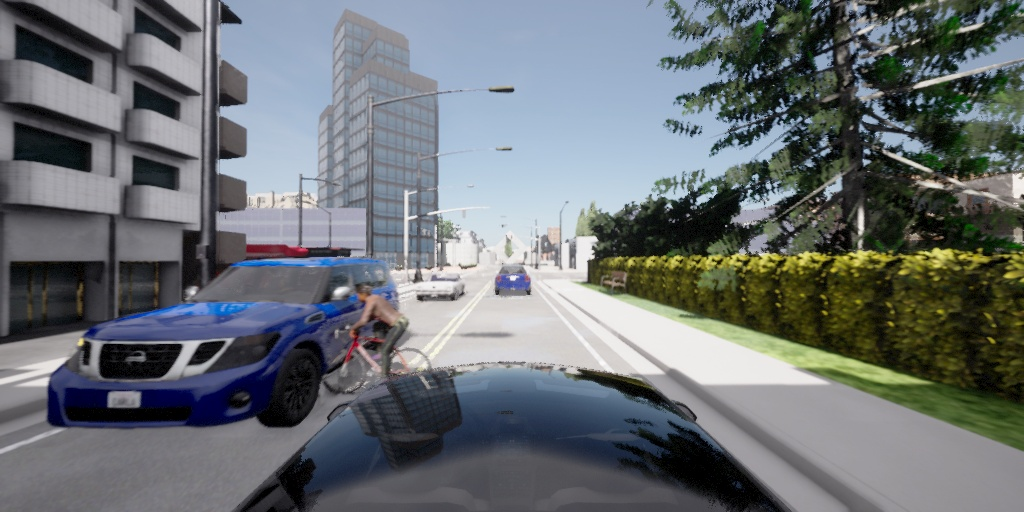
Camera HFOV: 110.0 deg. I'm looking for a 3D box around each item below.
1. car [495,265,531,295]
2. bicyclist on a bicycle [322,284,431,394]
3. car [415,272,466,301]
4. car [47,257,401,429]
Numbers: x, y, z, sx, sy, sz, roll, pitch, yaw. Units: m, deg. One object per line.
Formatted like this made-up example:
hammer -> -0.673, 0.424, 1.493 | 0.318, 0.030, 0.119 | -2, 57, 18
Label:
car -> 0.045, 1.343, 22.192 | 2.097, 1.767, 4.553 | 0, -1, 0
bicyclist on a bicycle -> -2.017, 1.245, 5.308 | 1.656, 1.620, 0.582 | -1, -1, 0
car -> -3.623, 1.554, 18.886 | 1.895, 1.301, 4.718 | 0, -1, 0
car -> -3.610, 1.025, 6.094 | 2.150, 2.045, 5.566 | 0, -1, 0
